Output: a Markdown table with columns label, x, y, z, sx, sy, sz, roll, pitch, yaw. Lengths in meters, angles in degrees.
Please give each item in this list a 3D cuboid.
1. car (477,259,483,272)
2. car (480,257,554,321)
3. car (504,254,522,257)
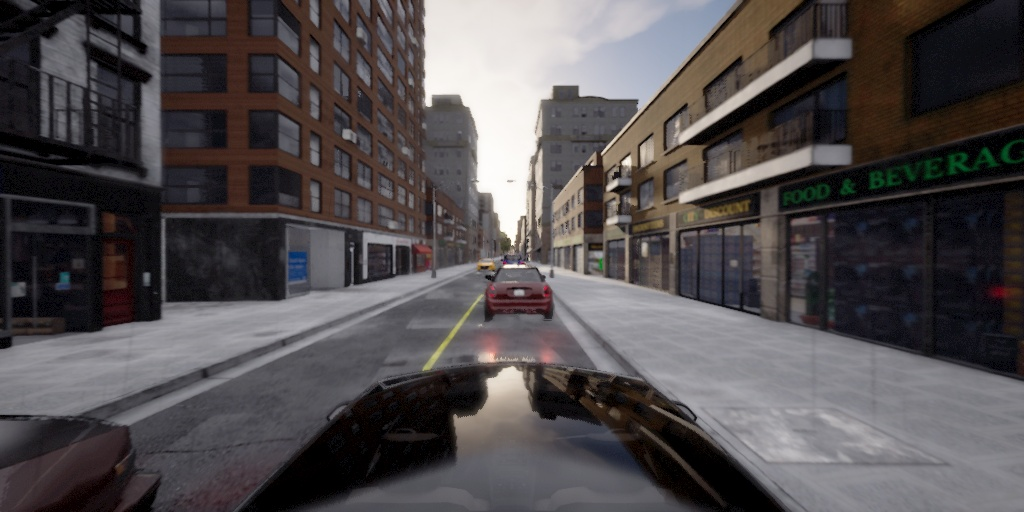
| label | x | y | z | sx | sy | sz | roll | pitch | yaw |
| --- | --- | --- | --- | --- | --- | --- | --- | --- | --- |
| car | -3.088 | 1.048 | 42.644 | 1.882 | 1.535 | 5.008 | 0 | 0 | 0 |
| car | 0.124 | 1.055 | 12.469 | 2.097 | 1.767 | 4.553 | 0 | 1 | -2 |
| car | 0.100 | 0.823 | 33.699 | 2.150 | 2.045 | 5.566 | 0 | 0 | 0 |
